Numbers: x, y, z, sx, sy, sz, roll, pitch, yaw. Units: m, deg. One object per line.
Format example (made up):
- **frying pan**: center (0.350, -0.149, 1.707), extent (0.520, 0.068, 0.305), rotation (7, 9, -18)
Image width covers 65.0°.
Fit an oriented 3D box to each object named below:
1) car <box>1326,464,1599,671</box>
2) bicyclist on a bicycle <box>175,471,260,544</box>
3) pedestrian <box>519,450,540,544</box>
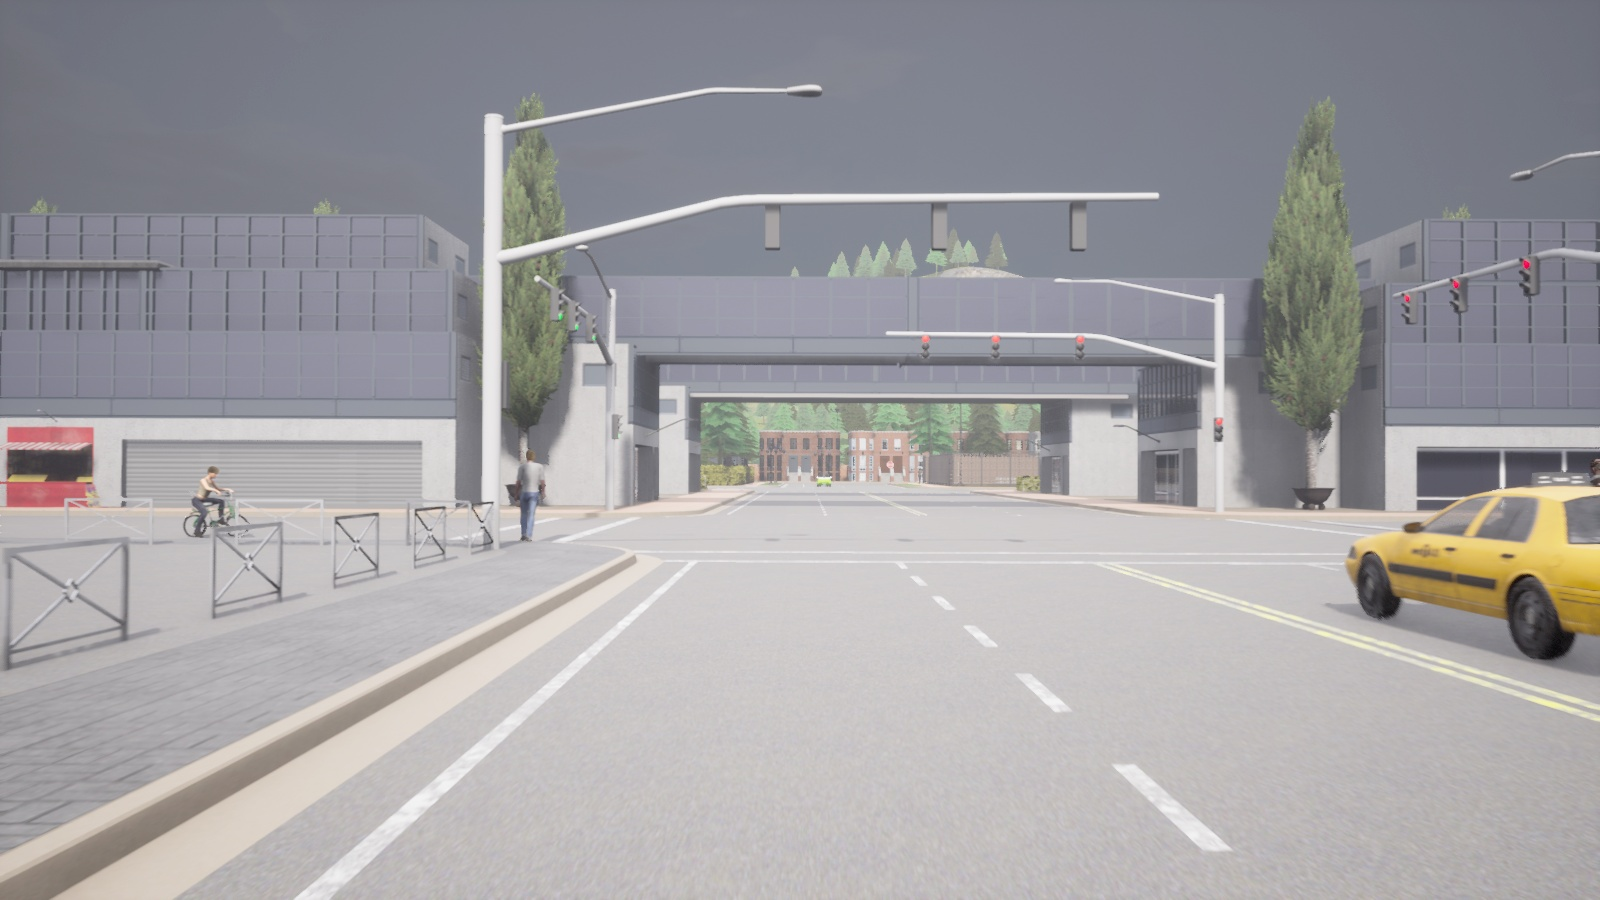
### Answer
- **car**: center (6.971, 0.924, 11.776), extent (1.801, 1.575, 5.366), rotation (0, -1, 0)
- **bicyclist on a bicycle**: center (-13.142, 1.278, 28.355), extent (1.509, 1.612, 0.866), rotation (0, -1, 1)
- **pedestrian**: center (-5.359, 0.924, 24.854), extent (0.354, 1.836, 0.706), rotation (0, -1, -17)
